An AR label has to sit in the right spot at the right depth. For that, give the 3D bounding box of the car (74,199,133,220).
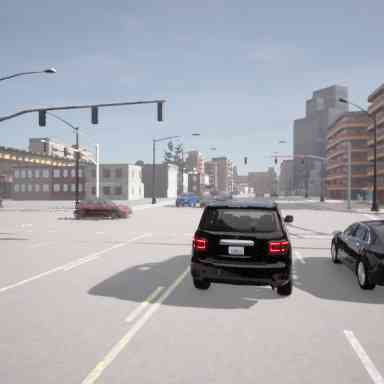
[{"bbox_3d":[-7.202,1.339,27.241,4.553,1.767,2.097,0,0,10],"label":"car"}]

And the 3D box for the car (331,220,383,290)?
[{"bbox_3d":[5.083,1.504,8.898,1.837,1.490,4.892,0,0,11],"label":"car"}]

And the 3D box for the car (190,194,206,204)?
[{"bbox_3d":[1.096,1.215,57.916,1.837,1.490,4.892,0,1,11],"label":"car"}]

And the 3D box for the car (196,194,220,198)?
[{"bbox_3d":[2.278,1.379,46.035,1.837,1.490,4.892,0,1,11],"label":"car"}]

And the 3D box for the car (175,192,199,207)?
[{"bbox_3d":[-0.806,1.077,48.438,2.150,2.045,5.566,0,1,12],"label":"car"}]

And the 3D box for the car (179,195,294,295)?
[{"bbox_3d":[1.522,1.221,9.015,2.150,2.045,5.566,0,0,14],"label":"car"}]

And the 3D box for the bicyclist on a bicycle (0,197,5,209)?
[{"bbox_3d":[-23.885,1.302,41.395,0.582,1.620,1.656,0,0,10],"label":"bicyclist on a bicycle"}]

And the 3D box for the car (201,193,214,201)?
[{"bbox_3d":[3.223,1.072,68.183,2.033,1.411,5.357,0,1,12],"label":"car"}]

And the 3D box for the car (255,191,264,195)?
[{"bbox_3d":[17.331,0.556,85.135,2.097,1.767,4.553,0,1,11],"label":"car"}]

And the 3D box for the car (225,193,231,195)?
[{"bbox_3d":[5.965,1.089,64.226,1.837,1.490,4.892,0,1,12],"label":"car"}]

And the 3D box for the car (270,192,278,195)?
[{"bbox_3d":[20.766,0.740,84.461,2.033,1.411,5.357,0,1,11],"label":"car"}]
